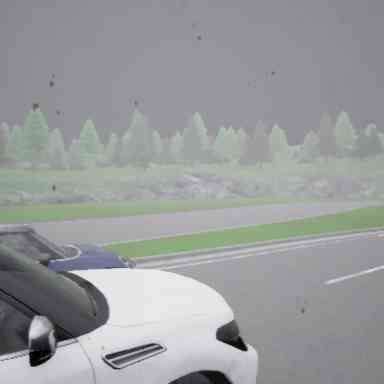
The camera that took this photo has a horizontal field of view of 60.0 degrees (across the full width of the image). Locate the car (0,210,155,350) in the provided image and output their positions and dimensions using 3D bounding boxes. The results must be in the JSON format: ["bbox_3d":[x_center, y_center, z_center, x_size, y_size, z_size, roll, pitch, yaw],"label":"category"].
[{"bbox_3d":[-3.154,1.334,5.625,4.553,1.767,2.097,-1,1,-35],"label":"car"}]

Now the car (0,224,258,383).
[{"bbox_3d":[-2.085,1.219,2.157,5.566,2.045,2.150,0,0,-35],"label":"car"}]
